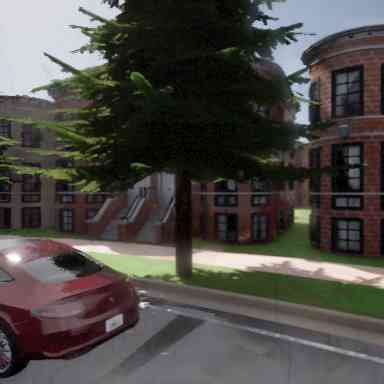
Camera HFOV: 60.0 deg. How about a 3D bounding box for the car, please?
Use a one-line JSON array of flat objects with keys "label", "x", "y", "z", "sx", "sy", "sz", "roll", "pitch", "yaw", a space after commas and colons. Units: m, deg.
[{"label": "car", "x": -2.999, "y": 1.492, "z": 5.357, "sx": 4.674, "sy": 1.442, "sz": 1.812, "roll": 0, "pitch": 1, "yaw": 29}]
